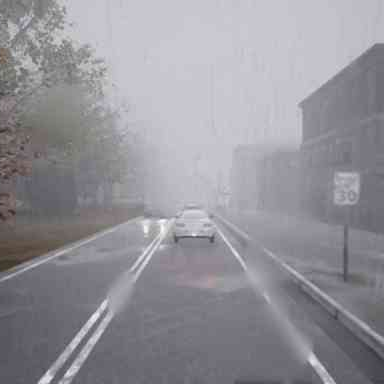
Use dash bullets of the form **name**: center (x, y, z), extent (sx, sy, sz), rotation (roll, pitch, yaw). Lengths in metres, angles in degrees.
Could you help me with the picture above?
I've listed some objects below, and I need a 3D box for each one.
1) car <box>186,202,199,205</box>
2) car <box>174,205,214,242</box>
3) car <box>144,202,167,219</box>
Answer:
- **car**: center (0.050, 1.779, 34.363), extent (1.812, 1.442, 4.674), rotation (0, -1, 0)
- **car**: center (0.091, 1.582, 16.470), extent (1.812, 1.442, 4.674), rotation (0, 0, 0)
- **car**: center (-3.387, 1.721, 31.609), extent (1.837, 1.490, 4.892), rotation (0, -1, 0)
